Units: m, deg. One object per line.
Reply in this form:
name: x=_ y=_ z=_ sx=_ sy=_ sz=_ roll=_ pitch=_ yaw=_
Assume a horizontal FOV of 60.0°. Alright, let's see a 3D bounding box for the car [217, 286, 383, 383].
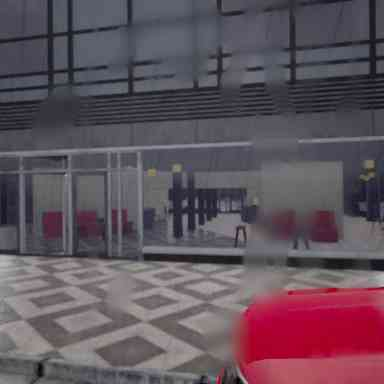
car: x=2.893 y=1.223 z=1.973 sx=5.566 sy=2.045 sz=2.150 roll=0 pitch=0 yaw=12
